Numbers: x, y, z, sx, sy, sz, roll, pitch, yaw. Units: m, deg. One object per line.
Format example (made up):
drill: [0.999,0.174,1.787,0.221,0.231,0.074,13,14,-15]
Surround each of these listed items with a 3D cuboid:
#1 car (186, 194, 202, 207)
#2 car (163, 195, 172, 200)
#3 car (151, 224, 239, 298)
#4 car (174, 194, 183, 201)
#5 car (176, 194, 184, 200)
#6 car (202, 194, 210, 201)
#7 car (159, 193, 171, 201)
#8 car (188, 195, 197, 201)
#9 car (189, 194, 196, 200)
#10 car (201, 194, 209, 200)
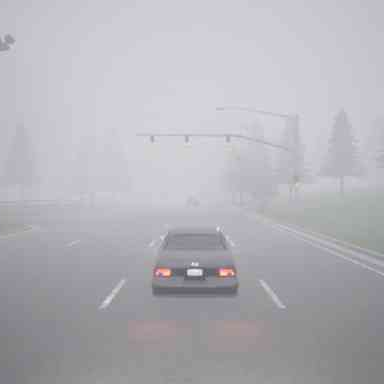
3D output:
car: [0.053,1.387,52.766,2.097,1.767,4.553,0,0,0]
car: [-6.902,1.447,93.836,1.994,1.385,4.181,0,0,0]
car: [0.075,1.553,8.727,2.033,1.411,5.357,0,0,0]
car: [-3.413,1.572,83.829,1.812,1.442,4.674,0,0,0]
car: [-3.402,1.420,93.832,2.128,1.511,4.902,0,0,0]
car: [3.587,1.547,83.405,1.837,1.490,4.892,0,0,0]
car: [-6.913,1.272,83.446,2.150,2.045,5.566,0,0,0]
car: [0.087,1.587,83.409,2.033,1.411,5.357,0,0,0]
car: [0.098,1.372,93.829,1.882,1.535,5.008,0,0,0]
car: [3.598,1.372,93.825,1.882,1.535,5.008,0,0,0]
